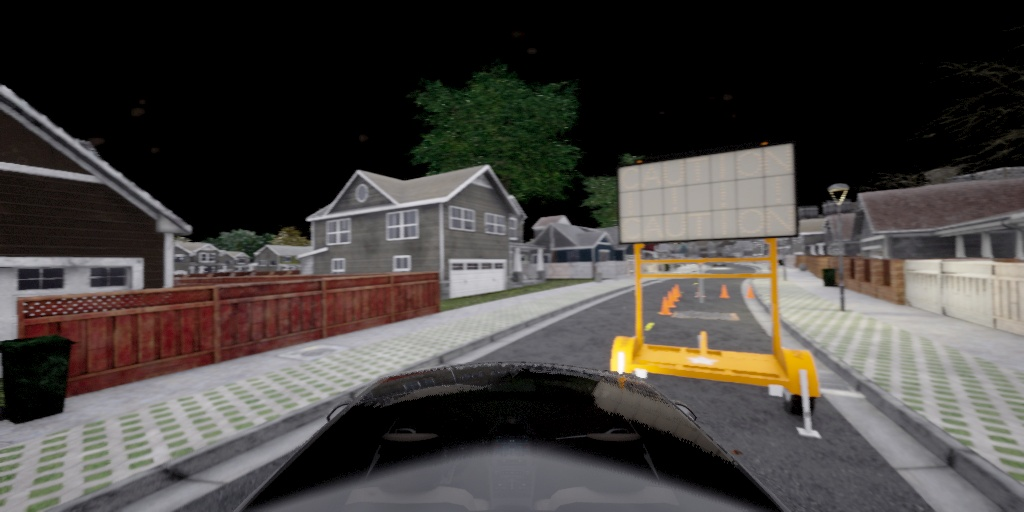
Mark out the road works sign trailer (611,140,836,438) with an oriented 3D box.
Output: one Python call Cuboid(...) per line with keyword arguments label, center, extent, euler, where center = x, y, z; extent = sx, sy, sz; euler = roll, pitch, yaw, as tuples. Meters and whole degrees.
Cuboid(label="road works sign trailer", center=(2.992, 0.180, 5.581), extent=(2.380, 3.560, 2.880), euler=(0, 0, 28))
